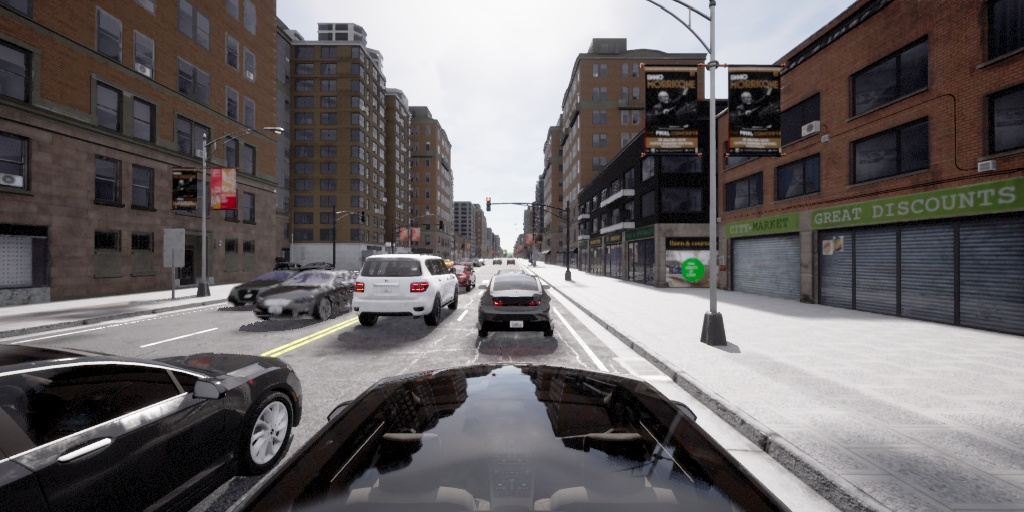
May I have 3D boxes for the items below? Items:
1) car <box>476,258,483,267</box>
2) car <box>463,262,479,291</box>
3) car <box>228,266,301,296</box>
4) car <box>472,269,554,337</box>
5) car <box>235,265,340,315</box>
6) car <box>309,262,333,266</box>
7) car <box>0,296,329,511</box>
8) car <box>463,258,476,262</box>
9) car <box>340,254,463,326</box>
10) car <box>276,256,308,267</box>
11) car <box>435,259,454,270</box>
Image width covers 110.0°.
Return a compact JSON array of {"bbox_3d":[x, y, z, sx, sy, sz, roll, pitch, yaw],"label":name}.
[{"bbox_3d":[-6.740,1.129,61.803,2.097,1.767,4.553,0,0,0],"label":"car"},{"bbox_3d":[-3.264,1.278,21.530,1.812,1.442,4.674,0,0,0],"label":"car"},{"bbox_3d":[-9.890,1.315,15.433,1.994,1.385,4.181,0,0,0],"label":"car"},{"bbox_3d":[0.079,1.256,10.324,1.837,1.490,4.892,0,0,0],"label":"car"},{"bbox_3d":[-6.631,1.243,12.496,2.128,1.511,4.902,0,0,0],"label":"car"},{"bbox_3d":[-22.257,1.346,40.648,4.313,1.339,1.948,0,0,0],"label":"car"},{"bbox_3d":[-3.154,1.255,1.877,1.837,1.490,4.892,0,0,0],"label":"car"},{"bbox_3d":[-6.733,1.120,51.153,2.097,1.767,4.553,0,0,0],"label":"car"},{"bbox_3d":[-3.181,0.972,11.830,2.150,2.045,5.566,0,0,1],"label":"car"},{"bbox_3d":[-23.581,0.973,35.170,5.566,2.045,2.150,0,0,0],"label":"car"},{"bbox_3d":[-9.989,1.247,53.454,1.882,1.535,5.008,0,0,0],"label":"car"}]
